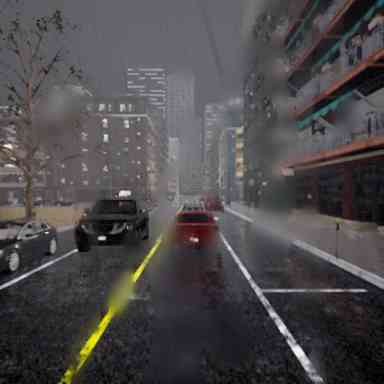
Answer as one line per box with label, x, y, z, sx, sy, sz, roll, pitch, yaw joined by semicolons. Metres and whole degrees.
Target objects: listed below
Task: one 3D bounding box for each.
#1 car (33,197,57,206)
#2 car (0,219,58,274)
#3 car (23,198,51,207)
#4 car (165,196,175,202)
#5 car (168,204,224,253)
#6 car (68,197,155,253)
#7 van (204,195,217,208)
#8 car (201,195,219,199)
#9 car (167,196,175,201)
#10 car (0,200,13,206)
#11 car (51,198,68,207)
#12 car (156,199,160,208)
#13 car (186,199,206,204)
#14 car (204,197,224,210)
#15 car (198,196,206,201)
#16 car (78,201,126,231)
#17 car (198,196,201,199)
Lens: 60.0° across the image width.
car;-30.270;1.938;68.499;4.097;1.590;1.967;-1;1;0
car;-5.696;1.564;10.471;2.008;1.369;4.403;0;0;0
car;-27.970;2.065;59.878;4.403;1.369;2.008;-1;1;0
car;-5.694;1.709;81.570;1.947;1.339;4.313;0;0;0
car;0.093;1.495;13.810;1.882;1.535;5.008;0;0;0
car;-3.099;1.239;14.206;2.150;2.045;5.566;0;0;0
van;2.684;1.417;49.164;1.690;1.788;3.998;0;0;0
car;2.684;1.381;43.636;2.192;1.841;5.009;0;0;0
car;-5.694;1.735;92.617;1.947;1.339;4.313;0;0;0
car;-39.170;2.210;68.387;4.206;1.307;1.802;-1;1;0
car;-22.401;1.984;59.919;4.403;1.369;2.008;-1;1;0
car;-5.695;1.658;49.165;1.802;1.307;4.206;0;0;0
car;0.099;1.644;31.477;1.895;1.301;4.718;0;0;0
car;2.686;1.600;38.107;1.887;1.381;4.507;0;0;0
car;2.687;1.722;87.081;1.947;1.339;4.313;0;0;0
car;-5.696;1.468;21.527;1.967;1.590;4.097;0;0;0
car;2.687;1.725;81.558;1.802;1.307;4.206;0;0;0
